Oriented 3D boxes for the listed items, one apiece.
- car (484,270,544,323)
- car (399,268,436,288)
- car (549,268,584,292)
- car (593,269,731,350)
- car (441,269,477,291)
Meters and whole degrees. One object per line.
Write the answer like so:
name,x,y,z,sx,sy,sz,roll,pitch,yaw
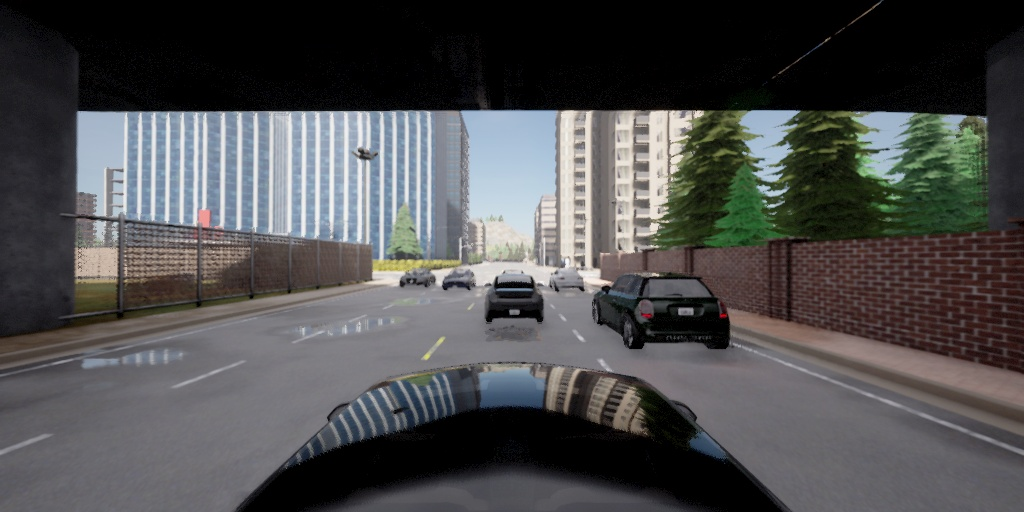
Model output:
car,0.078,1.390,12.786,1.837,1.490,4.892,0,0,0
car,-7.016,1.623,27.022,1.994,1.385,4.181,0,-1,0
car,3.589,1.544,23.912,1.812,1.442,4.674,0,-1,0
car,3.582,1.196,9.501,2.097,1.767,4.553,0,-1,0
car,-3.539,1.578,24.952,2.033,1.411,5.357,0,-1,0
